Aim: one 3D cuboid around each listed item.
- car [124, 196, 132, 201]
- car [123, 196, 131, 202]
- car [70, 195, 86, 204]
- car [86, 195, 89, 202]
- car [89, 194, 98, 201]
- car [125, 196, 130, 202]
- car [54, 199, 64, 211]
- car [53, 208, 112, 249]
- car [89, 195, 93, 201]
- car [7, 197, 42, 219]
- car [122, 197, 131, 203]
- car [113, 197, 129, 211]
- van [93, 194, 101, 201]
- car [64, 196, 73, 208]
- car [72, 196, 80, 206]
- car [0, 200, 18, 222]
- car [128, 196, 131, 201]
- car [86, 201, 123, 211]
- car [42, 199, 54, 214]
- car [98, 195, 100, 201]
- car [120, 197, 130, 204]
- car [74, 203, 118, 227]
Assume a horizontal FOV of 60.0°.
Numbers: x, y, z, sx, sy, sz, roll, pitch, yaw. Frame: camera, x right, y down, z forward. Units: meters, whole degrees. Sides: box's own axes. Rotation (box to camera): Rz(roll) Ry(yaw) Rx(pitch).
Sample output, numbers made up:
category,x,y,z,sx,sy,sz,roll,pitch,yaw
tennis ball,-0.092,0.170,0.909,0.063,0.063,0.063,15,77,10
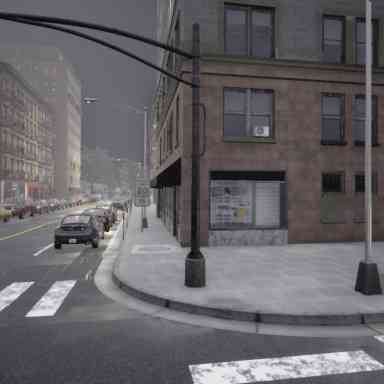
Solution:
category,x,y,z,sx,sy,sz,roll,pitch,yaw
car,-17.467,1.819,90.380,1.947,1.339,4.313,0,0,-9
car,-16.566,1.790,84.973,2.008,1.369,4.403,0,0,-9
car,-19.988,1.442,56.616,2.192,1.841,5.009,0,0,-9
car,-20.860,1.666,61.855,1.752,1.417,4.829,0,0,-9
car,-22.685,1.485,72.839,2.192,1.841,5.009,0,0,-9
car,-10.259,1.690,47.121,2.008,1.369,4.403,0,0,-9
car,-17.291,1.525,40.392,1.967,1.590,4.097,0,0,-9
car,-4.852,1.607,14.677,2.008,1.369,4.403,0,0,-9
car,-21.788,1.737,67.430,1.802,1.307,4.206,0,0,-9
car,-15.492,1.373,29.577,2.192,1.841,5.009,0,0,-9
car,-15.665,1.806,79.565,1.802,1.307,4.206,0,0,-9
car,-9.358,1.676,41.713,2.008,1.369,4.403,0,0,-9
van,-25.383,1.555,89.063,1.690,1.788,3.998,0,0,-9
car,-18.191,1.650,45.799,2.008,1.369,4.403,0,0,-9
car,-19.090,1.679,51.207,1.947,1.339,4.313,0,0,-9
car,-14.566,1.569,24.000,1.752,1.417,4.829,0,0,-9
car,-11.159,1.593,52.529,1.967,1.590,4.097,0,0,-9
car,-6.654,1.635,25.491,2.008,1.369,4.403,0,0,-9
car,-16.392,1.512,34.984,1.967,1.590,4.097,0,0,-9
car,-23.584,1.499,78.247,2.192,1.841,5.009,0,0,-9
car,-13.863,1.740,68.751,1.887,1.381,4.507,0,0,-9
car,-5.753,1.615,20.084,1.887,1.381,4.507,0,0,-9
